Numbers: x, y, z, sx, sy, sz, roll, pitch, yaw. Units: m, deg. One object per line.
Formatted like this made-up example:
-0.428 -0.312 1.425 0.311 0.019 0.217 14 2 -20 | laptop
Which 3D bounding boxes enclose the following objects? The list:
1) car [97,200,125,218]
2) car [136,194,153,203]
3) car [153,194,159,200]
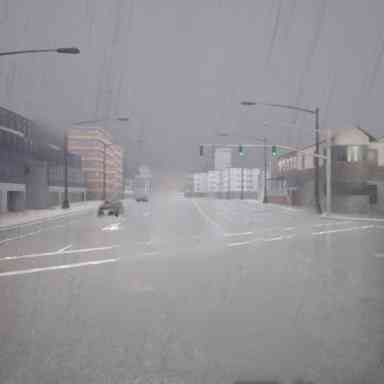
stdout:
-7.512 1.535 31.171 2.128 1.511 4.902 0 1 -2 | car
-8.424 1.127 56.848 2.033 1.411 5.357 0 1 -2 | car
-9.343 1.232 82.685 1.882 1.535 5.008 0 -1 -2 | car
